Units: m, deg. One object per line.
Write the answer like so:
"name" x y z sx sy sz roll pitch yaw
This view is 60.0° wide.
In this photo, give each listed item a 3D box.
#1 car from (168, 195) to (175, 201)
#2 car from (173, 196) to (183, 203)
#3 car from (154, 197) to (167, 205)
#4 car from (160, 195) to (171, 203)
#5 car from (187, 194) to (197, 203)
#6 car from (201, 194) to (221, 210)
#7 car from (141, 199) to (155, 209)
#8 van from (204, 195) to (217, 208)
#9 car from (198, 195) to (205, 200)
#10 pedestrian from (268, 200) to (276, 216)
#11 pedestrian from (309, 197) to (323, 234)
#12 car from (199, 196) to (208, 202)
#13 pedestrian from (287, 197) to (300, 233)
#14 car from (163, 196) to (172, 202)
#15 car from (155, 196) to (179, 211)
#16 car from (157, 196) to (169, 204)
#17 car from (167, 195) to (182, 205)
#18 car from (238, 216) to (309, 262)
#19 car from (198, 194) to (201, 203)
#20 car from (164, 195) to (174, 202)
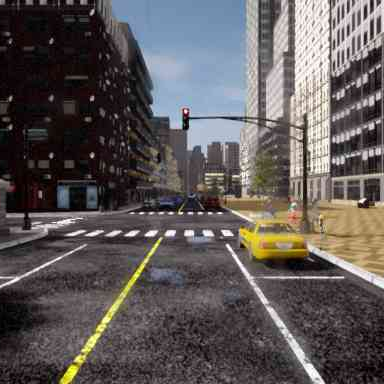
"car" -5.709 1.632 93.760 1.752 1.417 4.829 0 0 0
"car" -3.011 1.561 70.989 1.837 1.490 4.892 0 0 0
"car" -5.703 1.594 60.769 2.008 1.369 4.403 0 0 0
"car" -5.706 1.503 71.823 1.967 1.590 4.097 0 0 0
"car" -0.012 1.618 73.383 1.994 1.385 4.181 0 0 0
"car" 2.678 1.336 44.192 2.192 1.841 5.009 0 0 0
"car" -5.700 1.571 44.190 2.008 1.369 4.403 0 0 0
"van" 2.677 1.368 49.717 1.690 1.788 3.998 0 0 0
"car" 2.672 1.633 94.101 1.752 1.417 4.829 0 0 0
"pedestrian" 4.224 1.297 17.659 0.375 1.860 0.375 0 0 0
"pedestrian" 6.093 1.144 16.459 0.375 1.860 0.375 0 0 0
"car" 2.674 1.618 77.351 1.887 1.381 4.507 0 0 0
"pedestrian" 5.252 1.144 17.118 0.375 1.860 0.375 0 0 0
"car" -5.706 1.655 77.350 1.802 1.307 4.206 0 0 0
"car" -3.104 1.566 41.892 2.033 1.411 5.357 0 0 0
"car" -5.704 1.597 66.295 1.887 1.381 4.507 0 0 0
"car" -3.085 1.512 55.818 1.882 1.535 5.008 0 0 0
"car" 2.684 1.526 11.948 1.752 1.417 4.829 0 0 0
"car" 2.675 1.367 66.297 2.192 1.841 5.009 0 0 0
"car" -5.708 1.524 82.876 1.967 1.590 4.097 0 0 0
